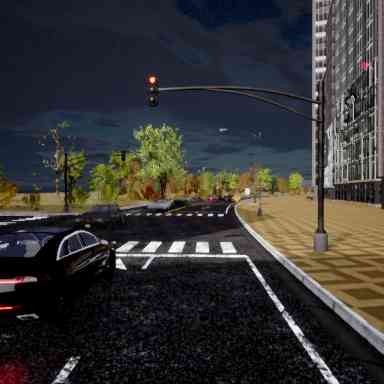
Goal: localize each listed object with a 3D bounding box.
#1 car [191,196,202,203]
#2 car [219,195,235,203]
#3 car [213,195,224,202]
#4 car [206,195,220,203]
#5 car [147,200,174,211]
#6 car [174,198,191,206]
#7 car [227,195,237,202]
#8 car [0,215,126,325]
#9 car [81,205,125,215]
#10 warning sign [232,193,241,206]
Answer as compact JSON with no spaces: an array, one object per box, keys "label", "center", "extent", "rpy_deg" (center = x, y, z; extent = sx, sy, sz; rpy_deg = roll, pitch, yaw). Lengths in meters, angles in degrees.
[{"label":"car","center":[0.902,1.560,70.689],"extent":[1.994,1.385,4.181],"rpy_deg":[0,0,11]},{"label":"car","center":[7.533,1.493,70.080],"extent":[1.882,1.535,5.008],"rpy_deg":[0,0,12]},{"label":"car","center":[6.379,1.495,80.528],"extent":[1.882,1.535,5.008],"rpy_deg":[0,0,14]},{"label":"car","center":[4.416,1.366,71.136],"extent":[2.097,1.767,4.553],"rpy_deg":[0,0,12]},{"label":"car","center":[-3.977,1.600,40.716],"extent":[1.895,1.301,4.718],"rpy_deg":[0,0,9]},{"label":"car","center":[-1.887,1.605,55.646],"extent":[1.895,1.301,4.718],"rpy_deg":[0,0,9]},{"label":"car","center":[9.673,1.498,80.337],"extent":[1.882,1.535,5.008],"rpy_deg":[0,0,14]},{"label":"car","center":[-2.988,1.491,7.090],"extent":[2.128,1.511,4.902],"rpy_deg":[0,0,1]},{"label":"car","center":[-5.772,1.545,21.620],"extent":[2.033,1.411,5.357],"rpy_deg":[0,0,4]},{"label":"warning sign","center":[6.491,1.122,48.186],"extent":[1.300,1.860,1.060],"rpy_deg":[0,0,8]}]
